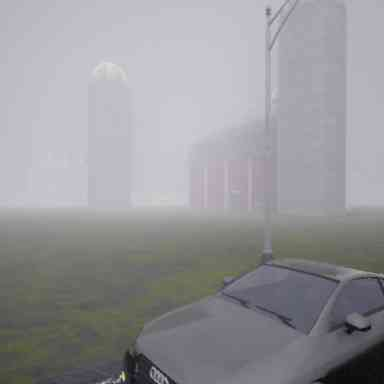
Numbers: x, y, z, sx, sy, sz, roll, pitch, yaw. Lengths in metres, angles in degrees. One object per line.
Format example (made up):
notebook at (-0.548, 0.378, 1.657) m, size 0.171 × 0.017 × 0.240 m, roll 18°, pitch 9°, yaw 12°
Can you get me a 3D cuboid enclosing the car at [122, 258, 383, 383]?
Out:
car at (1.327, 1.575, 3.961) m, size 4.181 × 1.385 × 1.994 m, roll 0°, pitch 0°, yaw -35°
